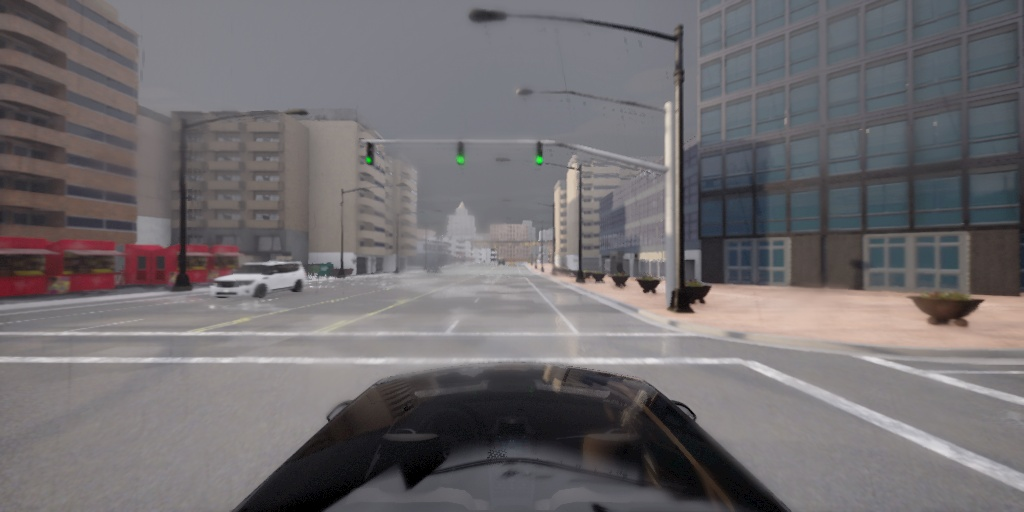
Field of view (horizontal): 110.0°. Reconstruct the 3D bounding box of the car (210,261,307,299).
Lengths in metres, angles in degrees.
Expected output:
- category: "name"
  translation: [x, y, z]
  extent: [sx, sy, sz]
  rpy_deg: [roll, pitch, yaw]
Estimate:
- category: "car"
  translation: [-13.993, 1.343, 20.311]
  extent: [2.150, 2.045, 5.566]
  rpy_deg: [0, 0, 0]
